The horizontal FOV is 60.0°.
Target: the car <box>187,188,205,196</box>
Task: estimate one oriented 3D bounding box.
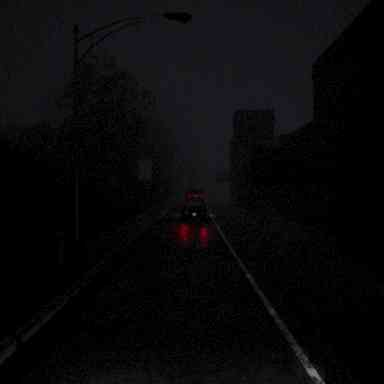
[{"bbox_3d":[0.534,0.516,43.017,2.150,2.045,5.566,0,1,1],"label":"car"}]

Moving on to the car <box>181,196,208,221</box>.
[{"bbox_3d":[0.185,1.282,24.907,1.812,1.442,4.674,0,1,1],"label":"car"}]
